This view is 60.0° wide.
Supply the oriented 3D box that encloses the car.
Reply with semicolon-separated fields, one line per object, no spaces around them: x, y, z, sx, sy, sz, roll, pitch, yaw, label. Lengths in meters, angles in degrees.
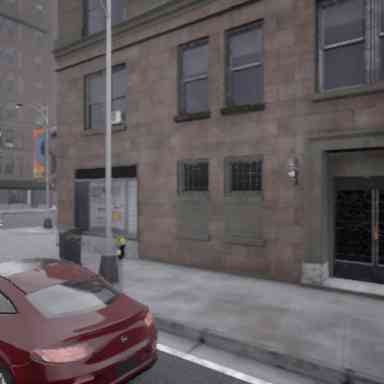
-2.337;1.579;4.515;4.206;1.307;1.802;0;0;36;car
